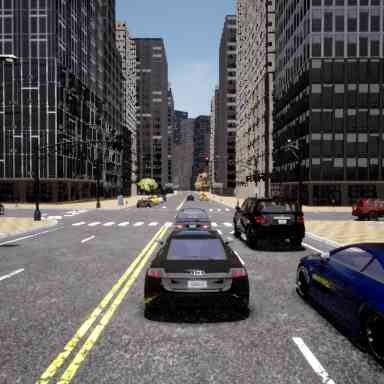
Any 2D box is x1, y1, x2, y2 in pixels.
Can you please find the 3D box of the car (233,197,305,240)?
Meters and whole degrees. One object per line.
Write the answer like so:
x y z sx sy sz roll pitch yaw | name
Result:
3.308 1.213 15.207 2.150 2.045 5.566 0 0 -2 | car

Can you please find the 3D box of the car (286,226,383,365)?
3.334 1.561 5.786 1.994 1.385 4.181 0 0 -1 | car

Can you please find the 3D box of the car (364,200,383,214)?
21.650 1.643 36.204 4.829 1.417 1.752 1 0 1 | car

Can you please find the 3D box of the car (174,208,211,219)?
0.025 1.538 16.978 2.033 1.411 5.357 0 0 0 | car

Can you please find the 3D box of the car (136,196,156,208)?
-6.803 1.530 48.153 1.994 1.385 4.181 0 0 0 | car

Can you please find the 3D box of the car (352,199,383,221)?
16.078 1.520 27.892 5.009 1.841 2.192 1 0 1 | car

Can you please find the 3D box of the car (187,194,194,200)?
-0.395 1.387 89.445 1.882 1.535 5.008 0 0 0 | car

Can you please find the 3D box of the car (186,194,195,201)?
-0.351 1.426 79.386 1.837 1.490 4.892 0 0 0 | car

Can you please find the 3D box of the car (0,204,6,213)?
-19.939 1.345 30.916 4.892 1.490 1.837 1 1 1 | car

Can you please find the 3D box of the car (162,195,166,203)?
-6.824 1.469 66.530 1.812 1.442 4.674 0 0 0 | car

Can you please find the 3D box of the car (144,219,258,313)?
0.068 1.560 7.756 1.994 1.385 4.181 0 0 -1 | car

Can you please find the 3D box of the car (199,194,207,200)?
2.857 1.243 89.041 1.837 1.490 4.892 0 0 0 | car

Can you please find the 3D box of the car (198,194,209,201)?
2.903 1.396 78.624 1.882 1.535 5.008 0 0 0 | car

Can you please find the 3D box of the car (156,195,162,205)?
-6.835 1.433 57.082 1.882 1.535 5.008 0 0 0 | car
